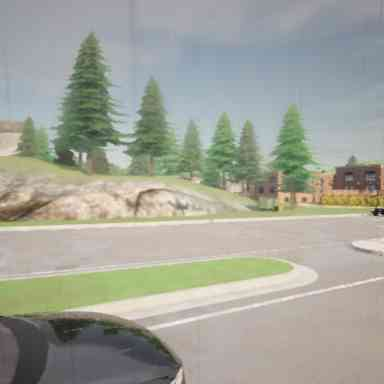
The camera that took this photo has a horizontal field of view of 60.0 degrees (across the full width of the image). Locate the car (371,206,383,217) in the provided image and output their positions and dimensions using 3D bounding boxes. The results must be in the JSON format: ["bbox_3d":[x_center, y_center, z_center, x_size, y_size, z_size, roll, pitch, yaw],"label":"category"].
[{"bbox_3d":[19.760,1.798,32.678,4.718,1.301,1.895,1,0,-29],"label":"car"}]

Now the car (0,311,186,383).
[{"bbox_3d":[-2.251,1.468,1.901,4.902,1.511,2.128,1,0,-36],"label":"car"}]
